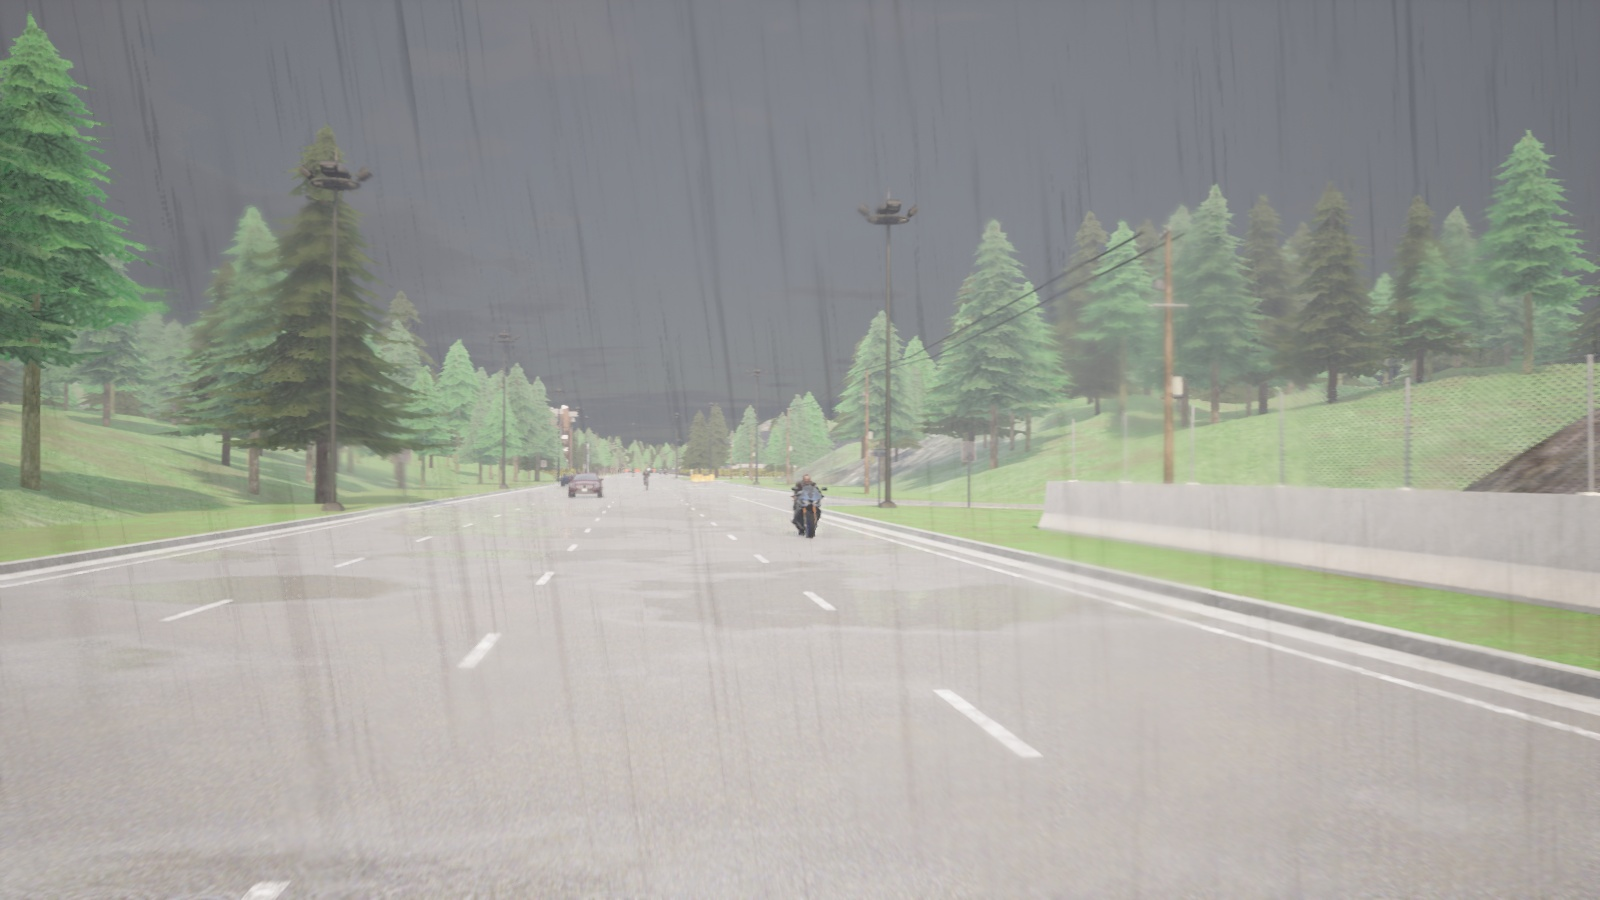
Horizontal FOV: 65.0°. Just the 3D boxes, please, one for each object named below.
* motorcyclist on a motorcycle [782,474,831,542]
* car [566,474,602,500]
[{"bbox_3d":[0.127,1.345,29.651,0.866,1.530,2.191,0,-1,-7],"label":"motorcyclist on a motorcycle"},{"bbox_3d":[-12.360,2.107,71.983,1.812,1.442,4.674,0,-1,-7],"label":"car"}]
